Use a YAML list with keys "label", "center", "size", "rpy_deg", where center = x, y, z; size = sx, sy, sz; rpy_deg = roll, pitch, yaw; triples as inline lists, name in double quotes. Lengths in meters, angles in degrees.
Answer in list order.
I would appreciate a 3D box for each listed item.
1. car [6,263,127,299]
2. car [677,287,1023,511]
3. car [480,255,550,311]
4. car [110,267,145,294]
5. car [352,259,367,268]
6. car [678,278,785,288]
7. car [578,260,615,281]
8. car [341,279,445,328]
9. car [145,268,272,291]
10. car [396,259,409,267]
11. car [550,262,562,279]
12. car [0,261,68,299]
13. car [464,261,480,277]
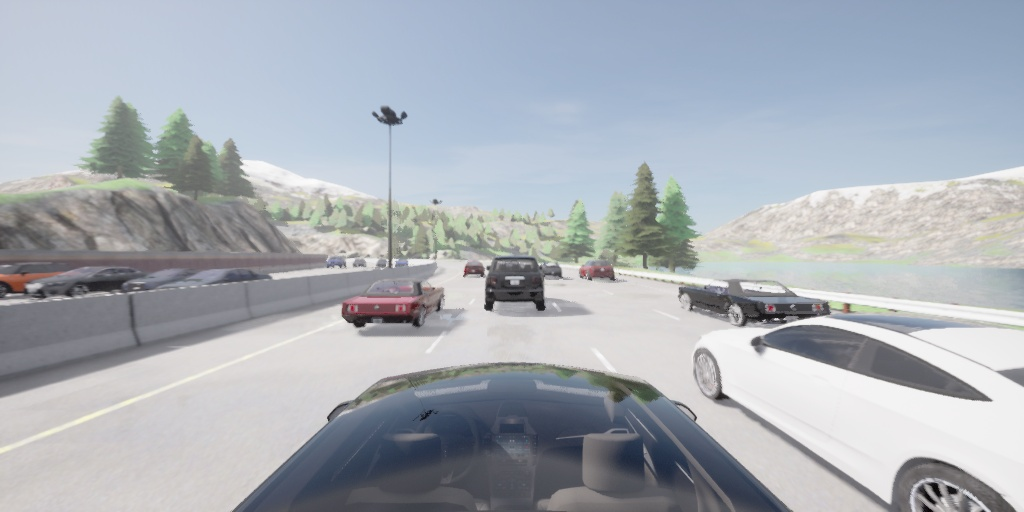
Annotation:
- label: "car"
  center: [-21.115, 1.264, 18.236]
  size: [2.128, 1.511, 4.902]
  rpy_deg: [0, 0, 0]
- label: "car"
  center: [3.589, 1.273, 3.448]
  size: [1.812, 1.442, 4.674]
  rpy_deg: [0, 0, 0]
- label: "car"
  center: [0.101, 0.976, 14.659]
  size: [2.150, 2.045, 5.566]
  rpy_deg: [0, 0, 0]
- label: "car"
  center: [-17.619, 1.333, 18.813]
  size: [1.994, 1.385, 4.181]
  rpy_deg: [0, 0, 0]
- label: "car"
  center: [-25.418, 1.263, 59.934]
  size: [1.837, 1.490, 4.892]
  rpy_deg: [0, 0, -13]
- label: "car"
  center: [7.100, 1.347, 11.315]
  size: [1.895, 1.301, 4.718]
  rpy_deg: [0, 0, 0]
- label: "car"
  center: [6.966, 1.102, 29.963]
  size: [2.097, 1.767, 4.553]
  rpy_deg: [0, 0, -2]
- label: "car"
  center: [-3.400, 1.356, 11.314]
  size: [1.895, 1.301, 4.718]
  rpy_deg: [0, 0, 0]
- label: "car"
  center: [-14.101, 1.313, 17.542]
  size: [2.033, 1.411, 5.357]
  rpy_deg: [0, 0, 0]
- label: "car"
  center: [-18.274, 1.253, 60.149]
  size: [1.882, 1.535, 5.008]
  rpy_deg: [0, 0, -13]
- label: "car"
  center: [3.371, 1.247, 32.878]
  size: [2.128, 1.511, 4.902]
  rpy_deg: [0, 0, -2]
- label: "car"
  center: [-24.616, 1.127, 17.834]
  size: [2.097, 1.767, 4.553]
  rpy_deg: [0, 0, 0]
- label: "car"
  center: [-3.800, 1.239, 36.049]
  size: [1.882, 1.535, 5.008]
  rpy_deg: [0, 0, -4]
